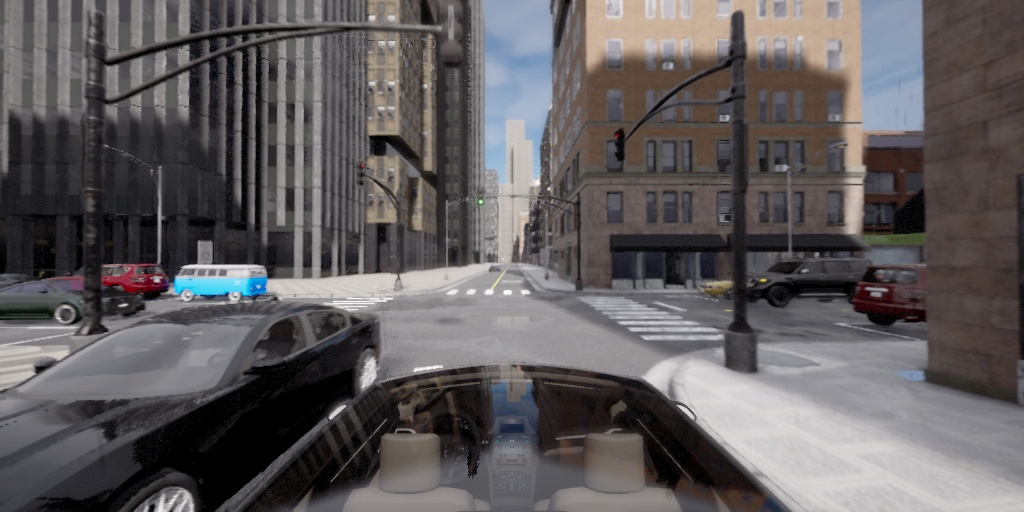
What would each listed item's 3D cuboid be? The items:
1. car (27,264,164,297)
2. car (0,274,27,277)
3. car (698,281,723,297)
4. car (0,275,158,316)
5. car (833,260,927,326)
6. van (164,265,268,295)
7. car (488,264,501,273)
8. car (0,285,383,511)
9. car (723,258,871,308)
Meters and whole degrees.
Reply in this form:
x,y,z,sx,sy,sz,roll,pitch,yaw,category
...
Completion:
x,y,z,sx,sy,sz,roll,pitch,yaw,category
-20.300,1.320,18.054,5.009,1.841,2.192,0,0,-1,car
-25.939,1.575,17.990,4.313,1.339,1.948,0,0,-1,car
12.187,1.446,18.430,4.829,1.417,1.751,0,0,-1,car
-15.190,1.493,12.164,4.181,1.385,1.994,0,-1,0,car
12.428,1.133,9.906,5.009,1.841,2.192,0,0,-1,car
-14.659,1.340,18.119,3.998,1.789,1.690,0,0,-1,van
-2.779,1.987,58.658,1.994,1.385,4.181,0,0,0,car
-2.987,1.262,3.684,1.882,1.535,5.008,0,-1,0,car
12.769,1.108,15.675,5.566,2.045,2.150,0,-1,2,car
